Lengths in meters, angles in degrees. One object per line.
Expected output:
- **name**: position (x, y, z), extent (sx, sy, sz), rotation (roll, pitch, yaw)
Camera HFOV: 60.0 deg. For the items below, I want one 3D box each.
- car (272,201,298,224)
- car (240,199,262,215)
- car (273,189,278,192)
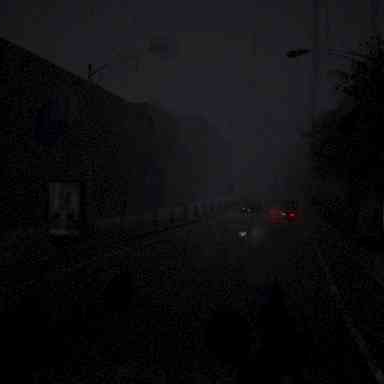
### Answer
- **car**: position (7.338, 1.685, 26.293), extent (2.033, 1.411, 5.357), rotation (1, 0, 17)
- **car**: position (6.433, 1.573, 35.877), extent (1.837, 1.490, 4.892), rotation (1, 1, 17)
- **car**: position (19.023, -0.578, 76.083), extent (2.128, 1.511, 4.902), rotation (1, 4, 17)
